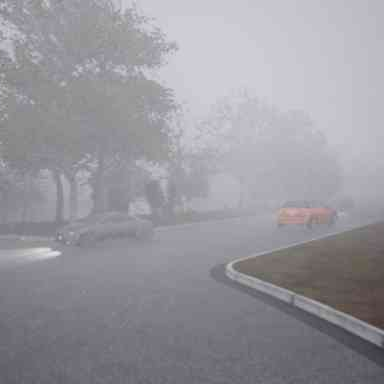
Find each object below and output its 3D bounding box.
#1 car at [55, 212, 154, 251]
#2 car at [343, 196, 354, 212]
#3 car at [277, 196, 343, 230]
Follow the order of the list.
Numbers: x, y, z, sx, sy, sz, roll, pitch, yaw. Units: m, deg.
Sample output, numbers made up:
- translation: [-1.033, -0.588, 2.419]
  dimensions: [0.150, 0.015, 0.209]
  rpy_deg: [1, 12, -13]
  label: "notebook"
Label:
- translation: [-3.762, 1.616, 14.683]
  dimensions: [4.181, 1.385, 1.994]
  rpy_deg: [-1, 0, -40]
  label: "car"
- translation: [15.084, 1.213, 34.087]
  dimensions: [1.837, 1.490, 4.892]
  rpy_deg: [-1, 0, 43]
  label: "car"
- translation: [7.043, 1.212, 20.118]
  dimensions: [2.097, 1.767, 4.553]
  rpy_deg: [-1, 0, 43]
  label: "car"
